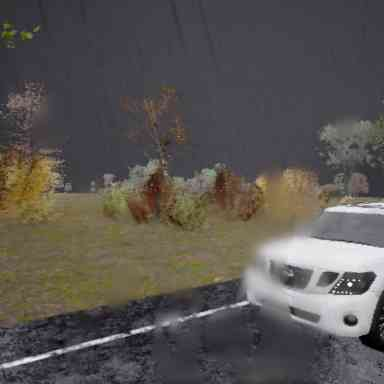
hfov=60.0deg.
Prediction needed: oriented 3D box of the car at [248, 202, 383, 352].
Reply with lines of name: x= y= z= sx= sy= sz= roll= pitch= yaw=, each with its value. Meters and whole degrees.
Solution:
car: x=3.620 y=1.251 z=6.573 sx=5.566 sy=2.045 sz=2.150 roll=0 pitch=0 yaw=-35
